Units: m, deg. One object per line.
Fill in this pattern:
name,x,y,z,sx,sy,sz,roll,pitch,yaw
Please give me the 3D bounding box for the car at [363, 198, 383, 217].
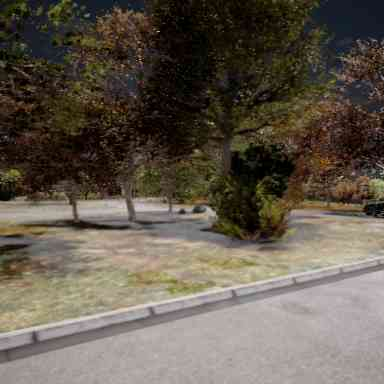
car,16.953,1.143,27.177,2.150,2.045,5.566,1,0,-26
